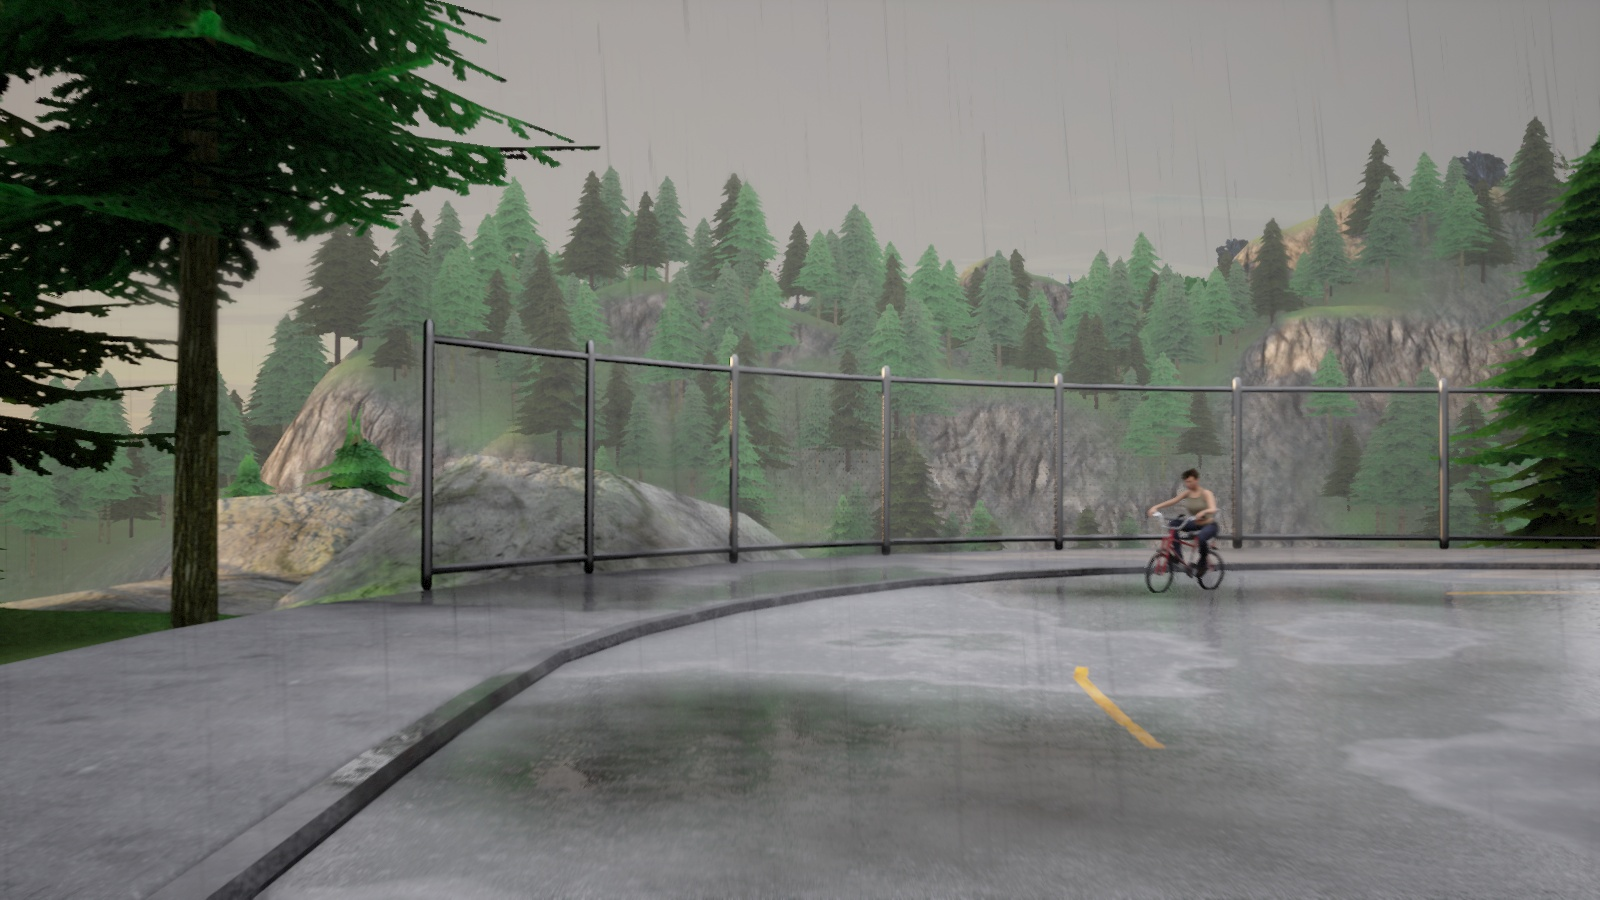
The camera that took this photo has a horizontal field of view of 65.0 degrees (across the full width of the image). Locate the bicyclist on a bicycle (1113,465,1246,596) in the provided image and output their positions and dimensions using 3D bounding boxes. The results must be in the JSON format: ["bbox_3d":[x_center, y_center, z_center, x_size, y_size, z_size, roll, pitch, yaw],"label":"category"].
[{"bbox_3d":[4.968,1.008,16.432,1.509,1.612,0.866,0,1,-32],"label":"bicyclist on a bicycle"}]
